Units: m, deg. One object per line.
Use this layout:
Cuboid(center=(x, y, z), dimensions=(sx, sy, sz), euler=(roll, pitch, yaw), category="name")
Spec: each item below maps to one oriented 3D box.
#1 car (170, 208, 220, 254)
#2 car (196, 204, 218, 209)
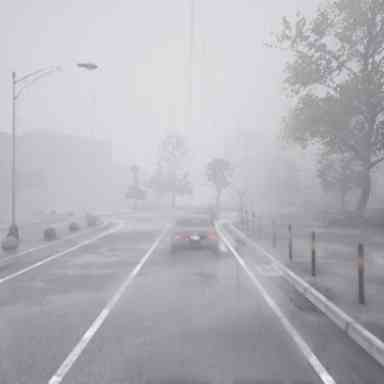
Cuboid(center=(0.097, 1.615, 13.713), dimensions=(2.033, 1.411, 5.357), euler=(0, 0, 0), category="car")
Cuboid(center=(1.201, 1.732, 28.422), dimensions=(1.994, 1.385, 4.181), euler=(0, 0, 11), category="car")
